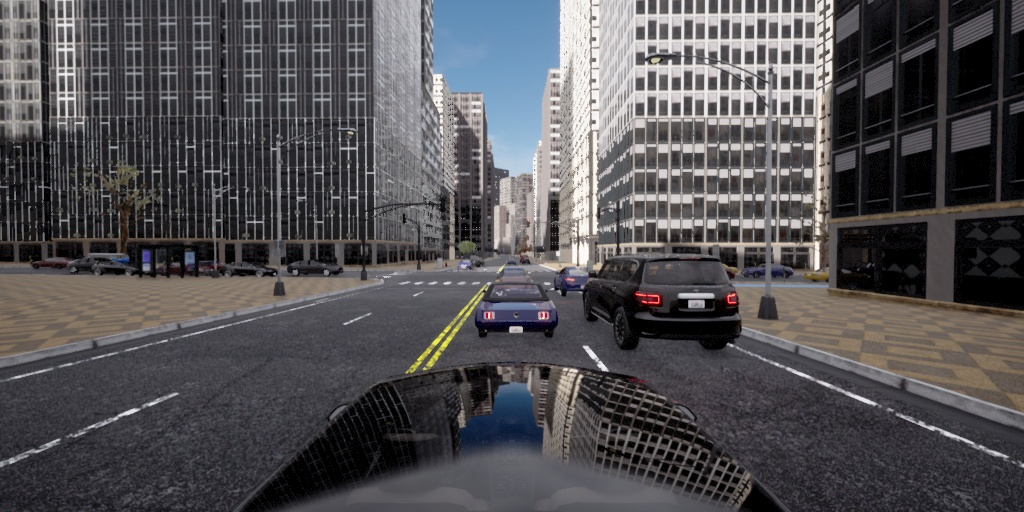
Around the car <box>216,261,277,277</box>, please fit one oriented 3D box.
[{"bbox_3d":[-22.763,1.166,31.142,4.313,1.339,1.948,0,0,1],"label":"car"}]

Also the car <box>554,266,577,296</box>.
[{"bbox_3d":[3.332,1.262,18.896,1.812,1.442,4.674,0,0,0],"label":"car"}]

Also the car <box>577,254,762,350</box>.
[{"bbox_3d":[3.343,0.966,9.204,2.150,2.045,5.566,0,0,0],"label":"car"}]

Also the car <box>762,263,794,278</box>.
[{"bbox_3d":[25.797,1.462,36.281,4.674,1.442,1.812,1,1,1],"label":"car"}]

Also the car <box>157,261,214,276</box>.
[{"bbox_3d":[-28.447,1.130,31.269,4.207,1.307,1.802,0,0,1],"label":"car"}]

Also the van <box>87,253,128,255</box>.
[{"bbox_3d":[-45.328,0.595,40.085,3.998,1.789,1.690,0,0,1],"label":"van"}]

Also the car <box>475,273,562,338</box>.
[{"bbox_3d":[0.093,1.345,10.165,1.895,1.301,4.718,0,0,0],"label":"car"}]

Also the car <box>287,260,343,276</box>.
[{"bbox_3d":[-18.472,1.099,33.765,4.892,1.490,1.837,1,1,1],"label":"car"}]

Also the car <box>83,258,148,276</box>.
[{"bbox_3d":[-34.128,1.061,31.437,4.313,1.339,1.948,0,0,1],"label":"car"}]

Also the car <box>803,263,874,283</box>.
[{"bbox_3d":[27.611,1.571,30.471,4.829,1.417,1.751,0,0,1],"label":"car"}]

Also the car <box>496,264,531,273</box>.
[{"bbox_3d":[0.083,1.300,18.902,1.994,1.385,4.181,0,0,0],"label":"car"}]

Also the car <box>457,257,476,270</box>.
[{"bbox_3d":[-6.641,1.228,51.190,1.812,1.442,4.674,0,0,-2],"label":"car"}]

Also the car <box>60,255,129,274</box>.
[{"bbox_3d":[-39.315,0.911,34.176,4.892,1.490,1.837,0,1,1],"label":"car"}]

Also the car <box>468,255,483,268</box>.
[{"bbox_3d":[-6.636,0.909,61.153,2.150,2.045,5.566,0,0,0],"label":"car"}]

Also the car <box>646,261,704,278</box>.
[{"bbox_3d":[16.484,1.332,36.428,5.008,1.535,1.882,1,1,1],"label":"car"}]
